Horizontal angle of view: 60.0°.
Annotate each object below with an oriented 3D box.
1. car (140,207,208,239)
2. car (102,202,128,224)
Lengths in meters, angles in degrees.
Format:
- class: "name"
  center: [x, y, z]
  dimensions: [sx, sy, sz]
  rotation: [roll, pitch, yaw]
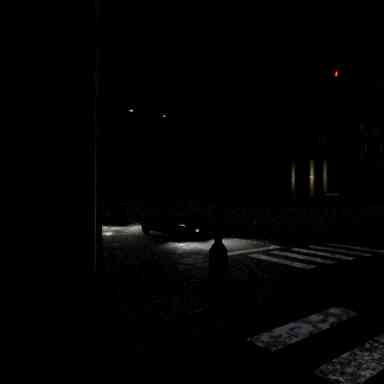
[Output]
- class: "car"
  center: [-1.108, 1.530, 17.529]
  dimensions: [1.812, 1.442, 4.674]
  rotation: [0, 0, -36]
- class: "car"
  center: [-6.488, 1.484, 24.990]
  dimensions: [1.882, 1.535, 5.008]
  rotation: [0, 0, -36]
